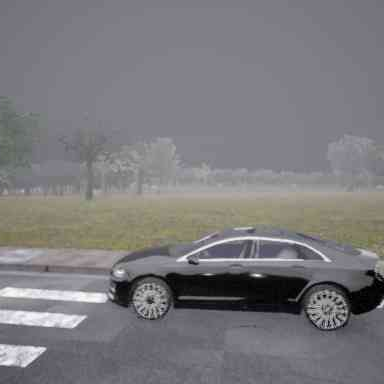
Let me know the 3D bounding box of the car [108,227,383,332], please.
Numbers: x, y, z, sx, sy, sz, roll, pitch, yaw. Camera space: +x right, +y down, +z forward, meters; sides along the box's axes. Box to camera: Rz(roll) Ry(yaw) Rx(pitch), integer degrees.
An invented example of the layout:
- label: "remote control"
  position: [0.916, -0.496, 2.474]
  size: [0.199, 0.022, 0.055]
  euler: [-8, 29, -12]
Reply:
- label: "car"
  position: [0.888, 1.433, 6.300]
  size: [4.902, 1.511, 2.128]
  euler: [0, 1, 9]
